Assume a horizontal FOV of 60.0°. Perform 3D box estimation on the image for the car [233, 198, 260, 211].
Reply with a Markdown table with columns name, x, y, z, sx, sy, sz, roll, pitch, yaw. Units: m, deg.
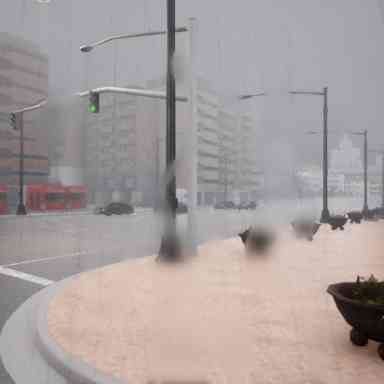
| name | x | y | z | sx | sy | sz | roll | pitch | yaw |
| --- | --- | --- | --- | --- | --- | --- | --- | --- | --- |
| car | 8.689 | 2.152 | 51.899 | 1.837 | 1.490 | 4.892 | 0 | -1 | 35 |

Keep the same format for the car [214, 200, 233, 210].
| name | x | y | z | sx | sy | sz | roll | pitch | yaw |
| --- | --- | --- | --- | --- | --- | --- | --- | --- | --- |
| car | 5.311 | 2.084 | 53.203 | 1.837 | 1.490 | 4.892 | 0 | -1 | 36 |

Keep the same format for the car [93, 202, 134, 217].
| name | x | y | z | sx | sy | sz | roll | pitch | yaw |
| --- | --- | --- | --- | --- | --- | --- | --- | --- | --- |
| car | -8.036 | 1.764 | 34.480 | 1.812 | 1.442 | 4.674 | 0 | -1 | 35 |

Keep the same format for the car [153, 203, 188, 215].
| name | x | y | z | sx | sy | sz | roll | pitch | yaw |
| --- | --- | --- | --- | --- | --- | --- | --- | --- | --- |
| car | -1.939 | 1.867 | 37.038 | 2.033 | 1.411 | 5.357 | 0 | -1 | 35 |
